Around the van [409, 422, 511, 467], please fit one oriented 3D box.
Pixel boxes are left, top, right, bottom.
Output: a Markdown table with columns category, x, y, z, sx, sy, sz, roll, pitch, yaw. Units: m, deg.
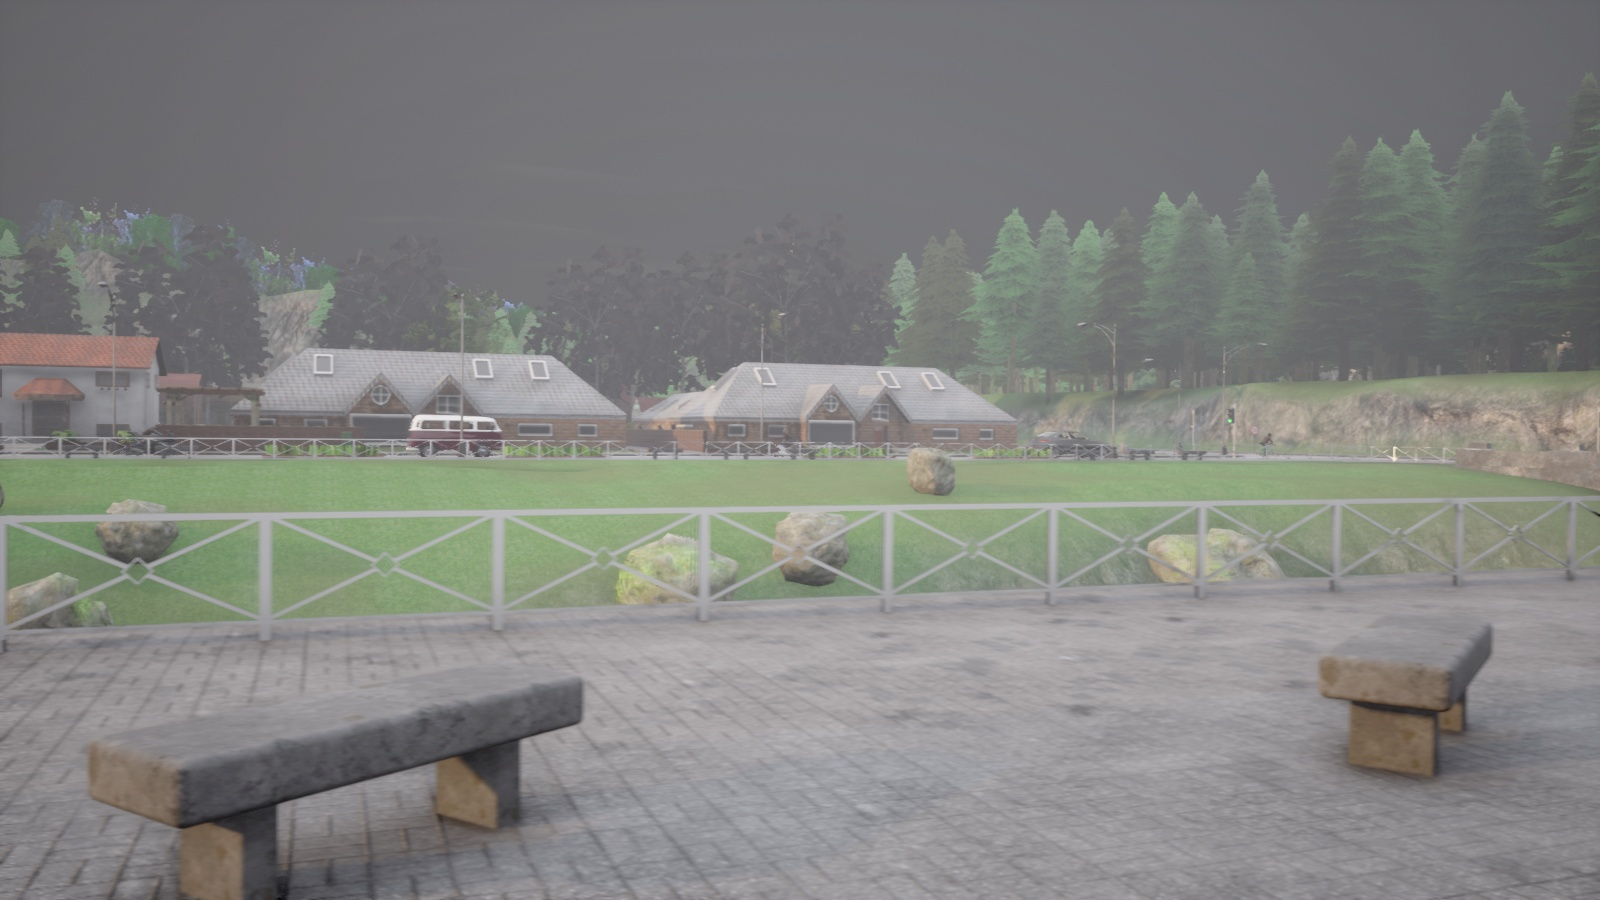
| category | x | y | z | sx | sy | sz | roll | pitch | yaw |
| --- | --- | --- | --- | --- | --- | --- | --- | --- | --- |
| van | -16.075 | -0.270 | 59.342 | 4.480 | 2.038 | 2.069 | -1 | 1 | -21 |

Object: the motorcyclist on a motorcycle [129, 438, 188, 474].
| category | x | y | z | sx | sy | sz | roll | pitch | yaw |
| --- | --- | --- | --- | --- | --- | --- | --- | --- | --- |
| motorcyclist on a motorcycle | -27.983 | 0.243 | 54.828 | 2.191 | 1.530 | 0.866 | -1 | 1 | -21 |

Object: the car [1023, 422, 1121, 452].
| category | x | y | z | sx | sy | sz | roll | pitch | yaw |
| --- | --- | --- | --- | --- | --- | --- | --- | --- | --- |
| car | 15.438 | -0.750 | 71.299 | 5.027 | 1.651 | 2.152 | -1 | 1 | -21 |
